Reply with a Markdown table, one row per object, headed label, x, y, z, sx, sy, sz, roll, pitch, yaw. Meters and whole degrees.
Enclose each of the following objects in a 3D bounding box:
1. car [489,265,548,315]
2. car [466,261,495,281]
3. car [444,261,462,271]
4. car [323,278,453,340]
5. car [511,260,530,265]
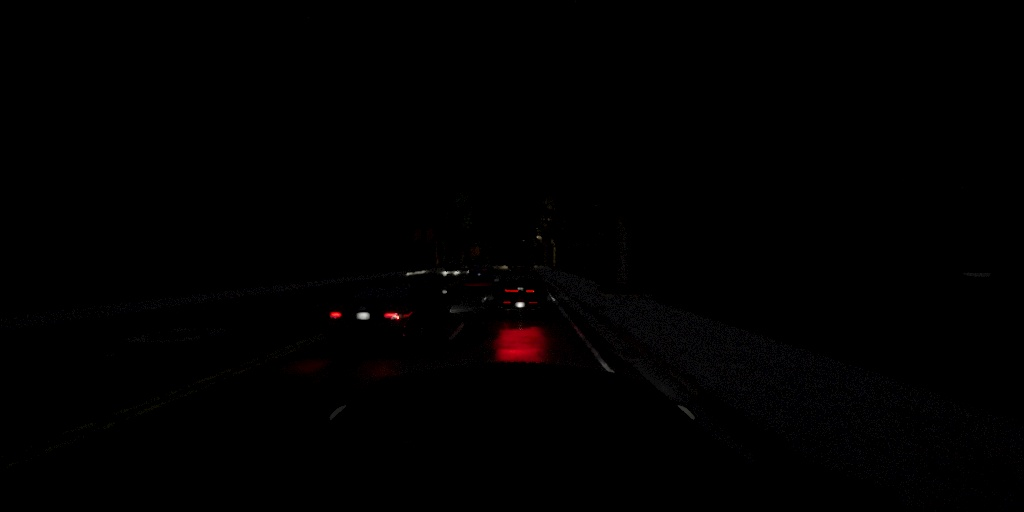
| label | x | y | z | sx | sy | sz | roll | pitch | yaw |
| --- | --- | --- | --- | --- | --- | --- | --- | --- | --- |
| car | 0.331 | 1.289 | 13.810 | 1.837 | 1.490 | 4.892 | 0 | 0 | 2 |
| car | -2.507 | 1.309 | 30.590 | 1.882 | 1.535 | 5.008 | 0 | 0 | 2 |
| car | -8.633 | 1.407 | 52.472 | 1.882 | 1.535 | 5.008 | 0 | 0 | 2 |
| car | -3.039 | 1.309 | 10.015 | 2.033 | 1.411 | 5.357 | 0 | 0 | 2 |
| car | 0.685 | 1.185 | 28.493 | 2.097 | 1.767 | 4.553 | 0 | 0 | 2 |
